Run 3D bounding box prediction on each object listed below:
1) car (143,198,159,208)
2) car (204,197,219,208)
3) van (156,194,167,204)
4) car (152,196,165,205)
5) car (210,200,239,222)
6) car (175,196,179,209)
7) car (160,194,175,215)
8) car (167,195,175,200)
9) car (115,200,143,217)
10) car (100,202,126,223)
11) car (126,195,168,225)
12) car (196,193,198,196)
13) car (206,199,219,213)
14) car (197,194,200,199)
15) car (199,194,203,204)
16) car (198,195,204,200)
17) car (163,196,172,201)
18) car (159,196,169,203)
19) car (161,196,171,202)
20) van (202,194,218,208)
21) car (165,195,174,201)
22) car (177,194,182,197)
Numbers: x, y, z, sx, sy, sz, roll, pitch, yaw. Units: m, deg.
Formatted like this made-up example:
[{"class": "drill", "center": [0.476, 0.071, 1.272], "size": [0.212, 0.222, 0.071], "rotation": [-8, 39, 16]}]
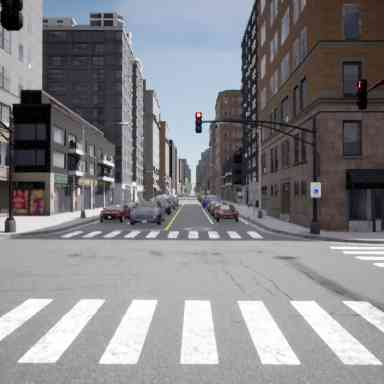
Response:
[{"class": "car", "center": [-5.934, 1.597, 48.674], "size": [1.802, 1.307, 4.206], "rotation": [1, 0, 0]}, {"class": "car", "center": [2.611, 1.592, 37.335], "size": [1.802, 1.307, 4.206], "rotation": [1, 0, 0]}, {"class": "van", "center": [-5.961, 1.366, 65.692], "size": [1.690, 1.788, 3.998], "rotation": [1, 0, 0]}, {"class": "car", "center": [-5.952, 1.461, 60.019], "size": [1.967, 1.590, 4.097], "rotation": [1, 0, 0]}, {"class": "car", "center": [2.631, 1.588, 25.988], "size": [1.802, 1.307, 4.206], "rotation": [1, 0, 0]}, {"class": "car", "center": [-3.159, 1.577, 43.844], "size": [1.994, 1.385, 4.181], "rotation": [0, 0, 1]}, {"class": "car", "center": [-3.156, 1.361, 33.900], "size": [2.097, 1.767, 4.553], "rotation": [0, 0, 0]}, {"class": "car", "center": [-6.012, 1.586, 94.056], "size": [1.887, 1.381, 4.507], "rotation": [1, 0, 0]}, {"class": "car", "center": [-5.904, 1.552, 31.655], "size": [1.887, 1.381, 4.507], "rotation": [1, 0, 0]}, {"class": "car", "center": [-5.894, 1.551, 25.982], "size": [1.887, 1.381, 4.507], "rotation": [1, 0, 0]}, {"class": "car", "center": [-3.138, 1.358, 24.079], "size": [2.097, 1.767, 4.553], "rotation": [0, 0, 0]}, {"class": "car", "center": [2.535, 1.350, 82.722], "size": [2.192, 1.841, 5.009], "rotation": [1, 0, 0]}, {"class": "car", "center": [2.621, 1.590, 31.661], "size": [1.802, 1.307, 4.206], "rotation": [1, 0, 0]}, {"class": "car", "center": [2.552, 1.594, 71.374], "size": [1.947, 1.339, 4.313], "rotation": [1, 0, 0]}, {"class": "car", "center": [2.595, 1.330, 48.681], "size": [2.192, 1.841, 5.009], "rotation": [1, 0, 0]}, {"class": "car", "center": [2.514, 1.566, 94.238], "size": [1.752, 1.417, 4.829], "rotation": [1, 0, 0]}, {"class": "car", "center": [-5.993, 1.601, 82.711], "size": [1.947, 1.339, 4.313], "rotation": [1, 0, 0]}, {"class": "car", "center": [-5.973, 1.610, 71.365], "size": [1.802, 1.307, 4.206], "rotation": [1, 0, 0]}, {"class": "car", "center": [-5.983, 1.582, 77.038], "size": [2.008, 1.369, 4.403], "rotation": [1, 0, 0]}, {"class": "van", "center": [2.604, 1.353, 43.008], "size": [1.690, 1.788, 3.998], "rotation": [1, 0, 0]}, {"class": "car", "center": [-6.003, 1.604, 88.384], "size": [1.947, 1.339, 4.313], "rotation": [1, 0, 0]}, {"class": "car", "center": [-3.146, 1.509, 54.077], "size": [2.128, 1.511, 4.902], "rotation": [0, 0, 0]}]
